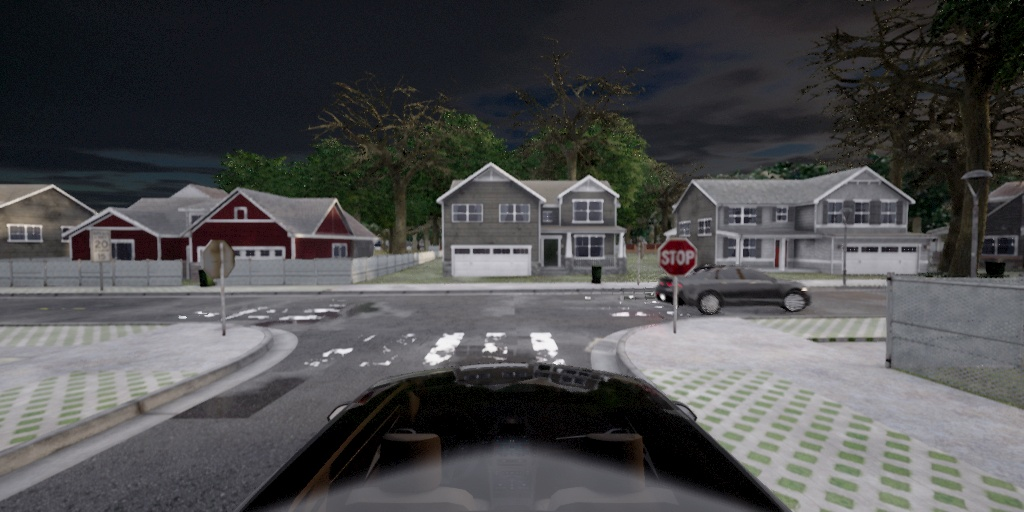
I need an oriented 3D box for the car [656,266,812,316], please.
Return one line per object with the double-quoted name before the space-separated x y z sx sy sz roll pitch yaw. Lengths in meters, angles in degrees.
"car" 7.385 1.064 12.061 4.892 1.490 1.837 -1 -1 -6
